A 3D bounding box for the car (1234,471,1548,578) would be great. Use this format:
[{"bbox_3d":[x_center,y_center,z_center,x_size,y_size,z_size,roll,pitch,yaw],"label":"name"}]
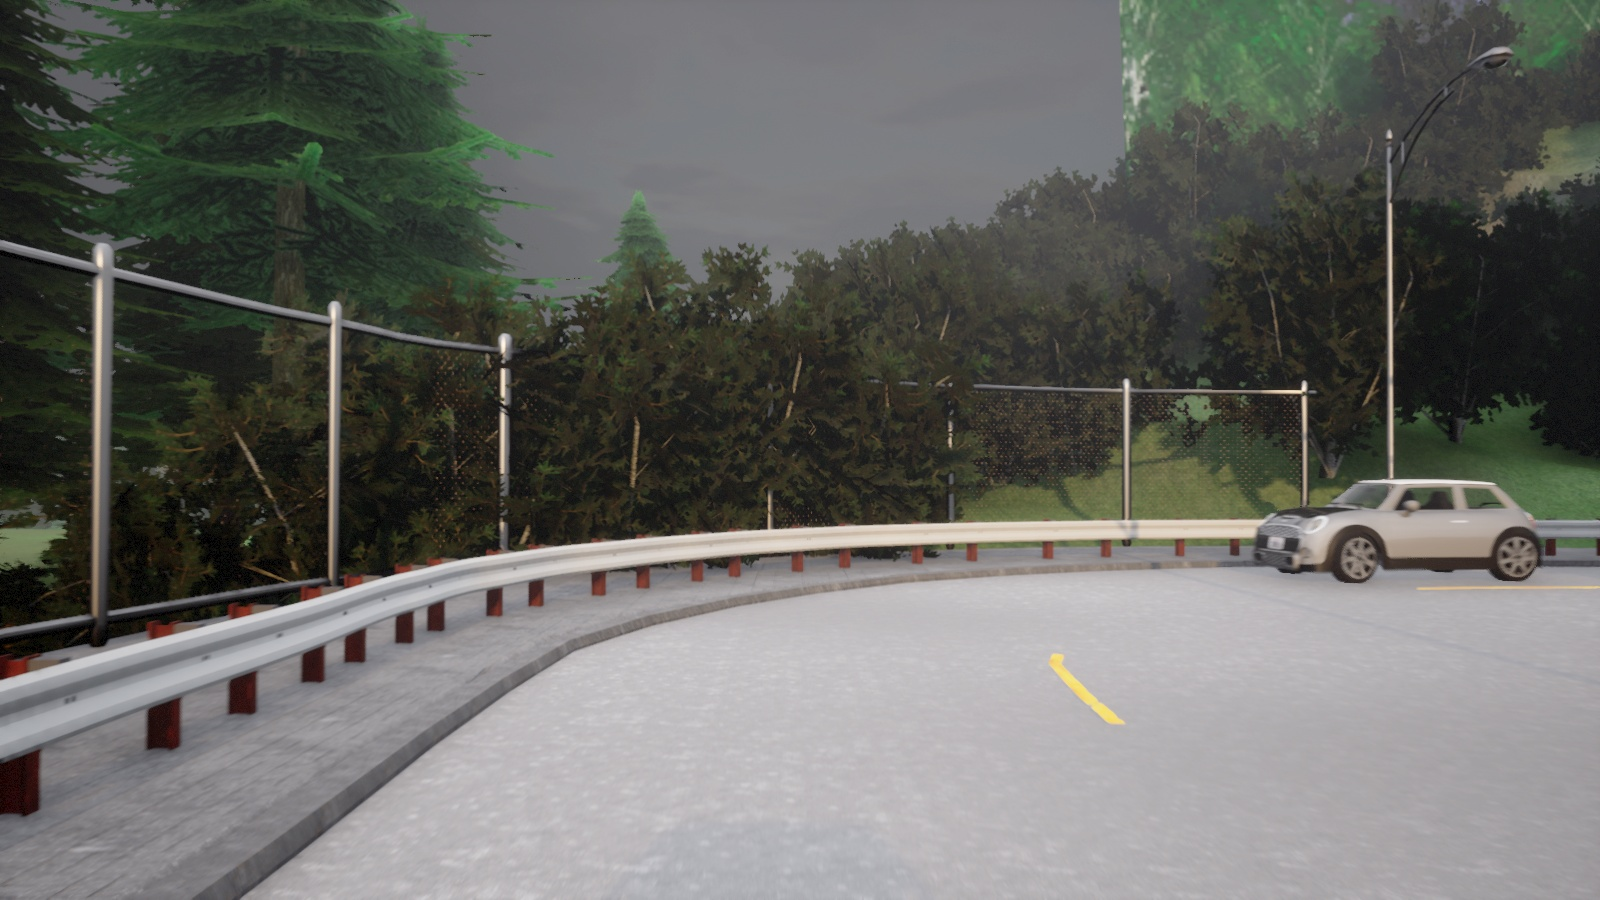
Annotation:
[{"bbox_3d":[8.780,1.062,18.845,3.806,1.475,1.970,0,-1,-9],"label":"car"}]
